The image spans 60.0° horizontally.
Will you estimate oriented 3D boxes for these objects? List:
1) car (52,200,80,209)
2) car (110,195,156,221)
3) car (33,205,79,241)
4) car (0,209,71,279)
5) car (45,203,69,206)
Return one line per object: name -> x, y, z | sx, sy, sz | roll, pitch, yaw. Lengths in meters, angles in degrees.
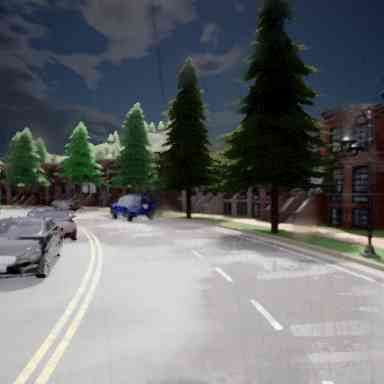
car -> -15.261, 1.607, 38.942 | 5.357, 1.411, 2.033 | 0, 0, 40
car -> -4.914, 1.242, 27.431 | 2.150, 2.045, 5.566 | 0, 0, -32
car -> -6.786, 1.591, 16.402 | 1.994, 1.385, 4.181 | 0, 0, -22
car -> -5.092, 1.510, 10.031 | 2.128, 1.511, 4.902 | 0, 0, -15
car -> -9.191, 1.600, 20.825 | 1.994, 1.385, 4.181 | 0, 0, -29
